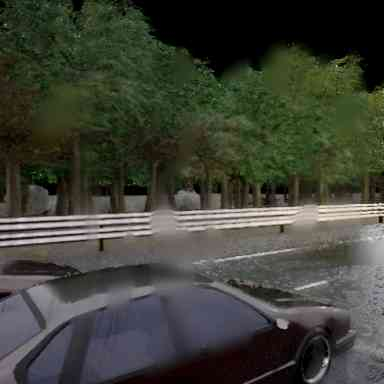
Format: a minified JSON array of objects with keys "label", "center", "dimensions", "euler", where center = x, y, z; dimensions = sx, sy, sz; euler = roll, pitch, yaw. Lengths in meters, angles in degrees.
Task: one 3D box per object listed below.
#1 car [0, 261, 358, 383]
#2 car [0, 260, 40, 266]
[{"label":"car","center":[-0.450,1.543,3.548],"dimensions":[5.357,1.411,2.033],"euler":[0,0,-35]},{"label":"car","center":[-4.295,1.540,4.962],"dimensions":[5.357,1.411,2.033],"euler":[0,0,-35]}]
